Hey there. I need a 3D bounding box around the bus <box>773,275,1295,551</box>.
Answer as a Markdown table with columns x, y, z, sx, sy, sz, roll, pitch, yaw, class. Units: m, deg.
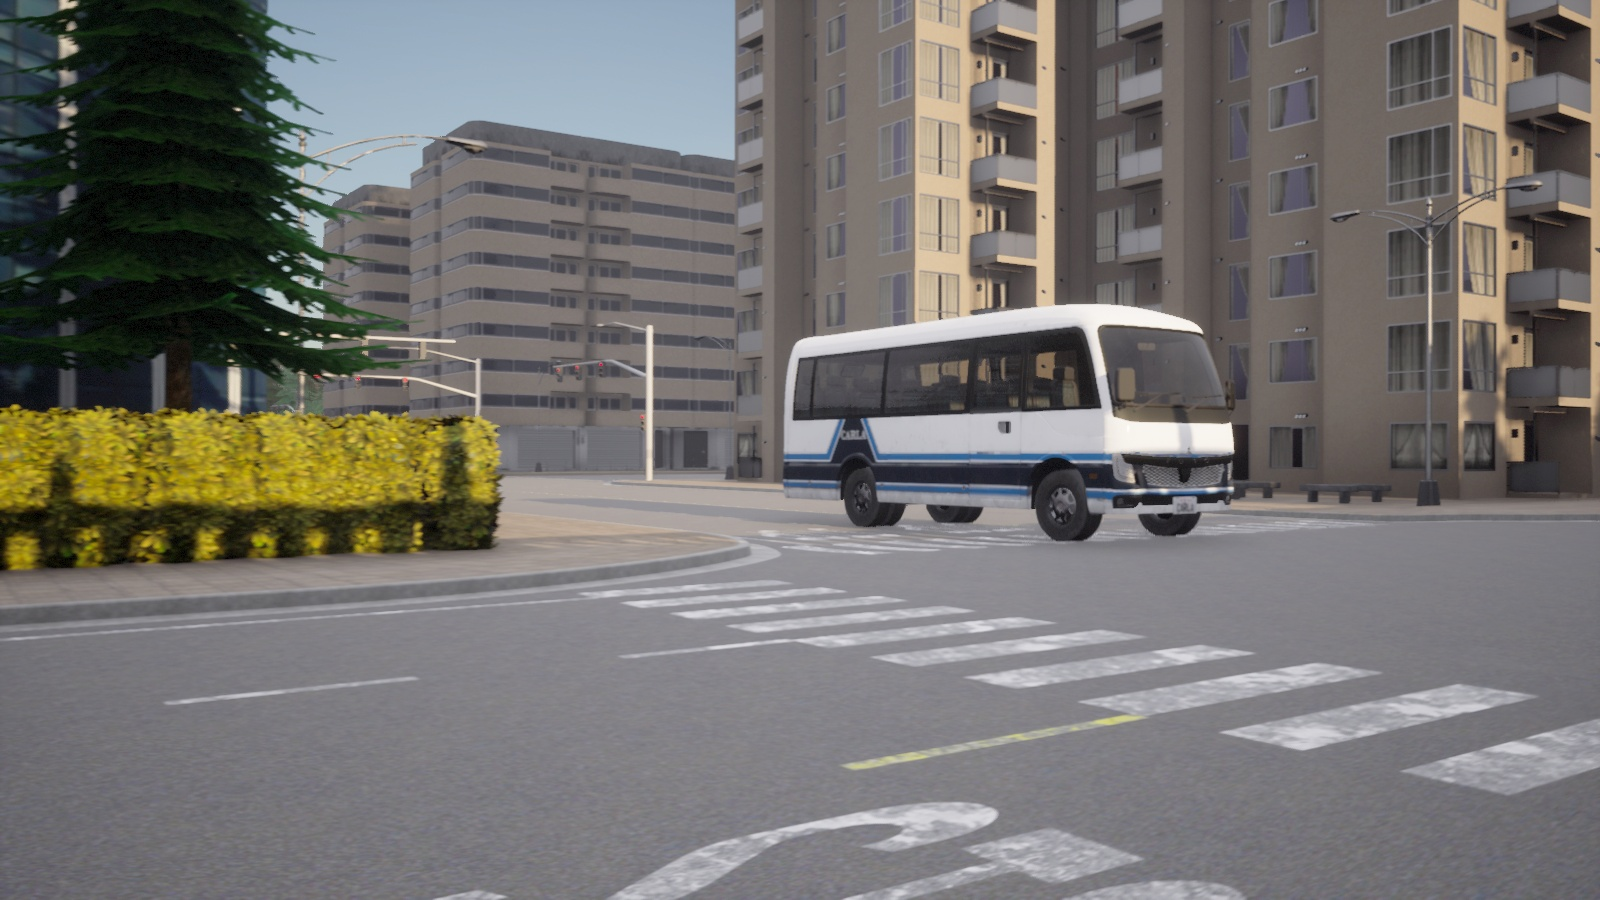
| x | y | z | sx | sy | sz | roll | pitch | yaw | class |
| --- | --- | --- | --- | --- | --- | --- | --- | --- | --- |
| 3.958 | -0.532 | 24.694 | 3.944 | 4.253 | 10.273 | 0 | 0 | -35 | bus |
